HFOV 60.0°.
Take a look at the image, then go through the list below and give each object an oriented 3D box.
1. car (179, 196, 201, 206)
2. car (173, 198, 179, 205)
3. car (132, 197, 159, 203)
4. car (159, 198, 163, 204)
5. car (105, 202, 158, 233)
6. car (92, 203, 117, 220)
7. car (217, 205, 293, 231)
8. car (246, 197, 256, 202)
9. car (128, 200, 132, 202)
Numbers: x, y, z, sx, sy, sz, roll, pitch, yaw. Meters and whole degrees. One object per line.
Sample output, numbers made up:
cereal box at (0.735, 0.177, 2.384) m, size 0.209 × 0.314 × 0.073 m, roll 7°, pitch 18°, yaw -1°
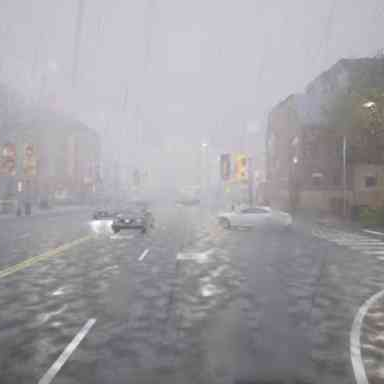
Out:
car at (-0.050, 1.697, 57.735) m, size 1.895 × 1.301 × 4.718 m, roll 0°, pitch 0°, yaw 21°
car at (-1.880, 1.667, 62.626) m, size 1.994 × 1.385 × 4.181 m, roll 0°, pitch 0°, yaw 25°
car at (-6.523, 1.679, 46.966) m, size 1.895 × 1.301 × 4.718 m, roll 0°, pitch 0°, yaw 8°
car at (-7.719, 1.705, 66.042) m, size 1.895 × 1.301 × 4.718 m, roll 0°, pitch 0°, yaw 30°
car at (-3.395, 1.581, 19.943) m, size 2.033 × 1.411 × 5.357 m, roll 0°, pitch 0°, yaw 0°
car at (-7.074, 1.612, 28.459) m, size 1.994 × 1.385 × 4.181 m, roll 0°, pitch 0°, yaw 0°
car at (3.800, 1.560, 20.509) m, size 4.674 × 1.442 × 1.812 m, roll 0°, pitch 1°, yaw 28°
car at (14.973, 1.723, 77.426) m, size 4.718 × 1.301 × 1.895 m, roll 0°, pitch 0°, yaw -31°
car at (-9.885, 1.621, 60.737) m, size 2.002 × 1.452 × 4.674 m, roll 0°, pitch 0°, yaw 20°
